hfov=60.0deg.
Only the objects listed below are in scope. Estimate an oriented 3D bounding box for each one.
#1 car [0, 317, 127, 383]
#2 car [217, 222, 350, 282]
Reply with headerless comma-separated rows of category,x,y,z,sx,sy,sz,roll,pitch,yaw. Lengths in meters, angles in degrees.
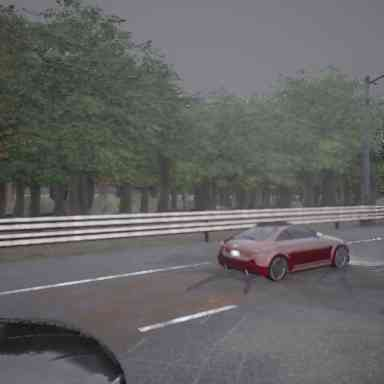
car,-2.731,1.480,1.761,4.902,1.511,2.128,0,0,-36
car,2.799,1.592,9.885,4.181,1.385,1.994,0,0,-34
